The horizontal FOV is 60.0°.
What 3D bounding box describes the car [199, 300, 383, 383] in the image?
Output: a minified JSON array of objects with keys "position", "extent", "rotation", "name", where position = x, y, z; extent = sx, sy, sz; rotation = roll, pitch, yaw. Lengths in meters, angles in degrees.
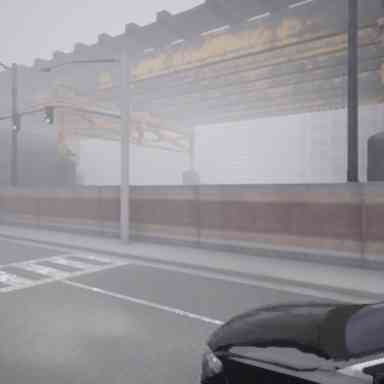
[{"position":[2.297,1.493,2.311],"extent":[4.902,1.511,2.128],"rotation":[0,0,35],"name":"car"}]
